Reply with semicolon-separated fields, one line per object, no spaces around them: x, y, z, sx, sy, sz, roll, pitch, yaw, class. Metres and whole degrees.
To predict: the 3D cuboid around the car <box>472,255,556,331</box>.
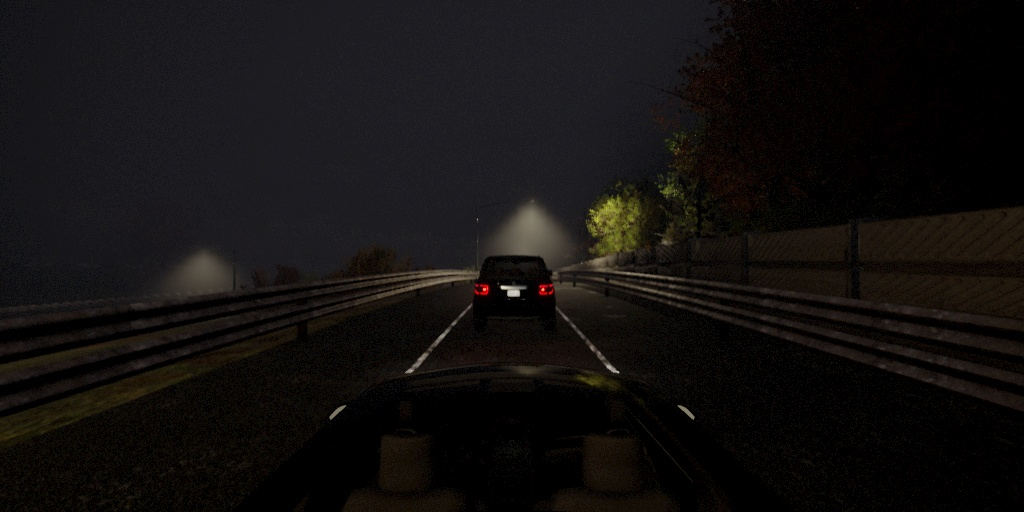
0.113;1.003;11.175;2.150;2.045;5.566;0;-1;2;car
